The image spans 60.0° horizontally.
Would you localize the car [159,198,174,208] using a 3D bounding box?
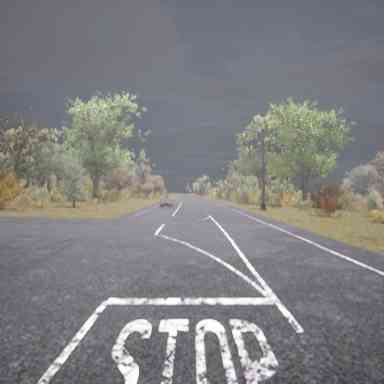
[{"bbox_3d":[-3.670,1.552,48.537,1.994,1.385,4.181,0,0,-1],"label":"car"}]
